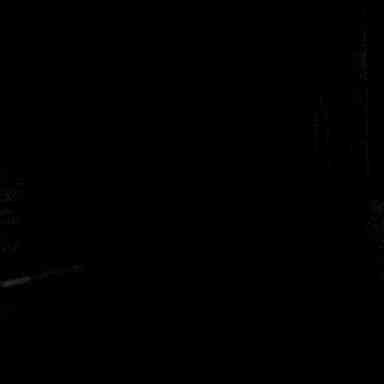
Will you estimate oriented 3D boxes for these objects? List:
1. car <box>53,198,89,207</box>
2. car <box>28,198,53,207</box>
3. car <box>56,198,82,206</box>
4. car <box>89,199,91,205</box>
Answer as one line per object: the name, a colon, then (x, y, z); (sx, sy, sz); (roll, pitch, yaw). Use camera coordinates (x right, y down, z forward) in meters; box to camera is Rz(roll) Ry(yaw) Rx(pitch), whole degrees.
car: (-19.169, 1.704, 52.803); (1.947, 1.339, 4.313); (-1, 0, 35)
car: (-26.186, 1.719, 57.646); (1.967, 1.590, 4.097); (-1, 0, 35)
car: (-22.983, 1.848, 62.288); (1.802, 1.307, 4.206); (-1, 0, 35)
car: (-19.879, 1.780, 66.791); (1.752, 1.417, 4.829); (-1, 0, 35)
